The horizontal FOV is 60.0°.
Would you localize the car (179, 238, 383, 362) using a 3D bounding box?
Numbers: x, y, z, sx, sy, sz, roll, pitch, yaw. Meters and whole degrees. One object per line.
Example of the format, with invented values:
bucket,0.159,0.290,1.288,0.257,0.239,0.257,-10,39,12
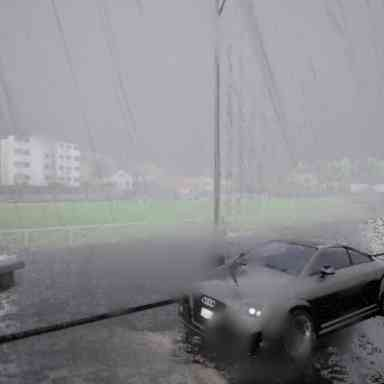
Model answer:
car,1.852,1.557,5.902,4.181,1.385,1.994,0,0,-35
